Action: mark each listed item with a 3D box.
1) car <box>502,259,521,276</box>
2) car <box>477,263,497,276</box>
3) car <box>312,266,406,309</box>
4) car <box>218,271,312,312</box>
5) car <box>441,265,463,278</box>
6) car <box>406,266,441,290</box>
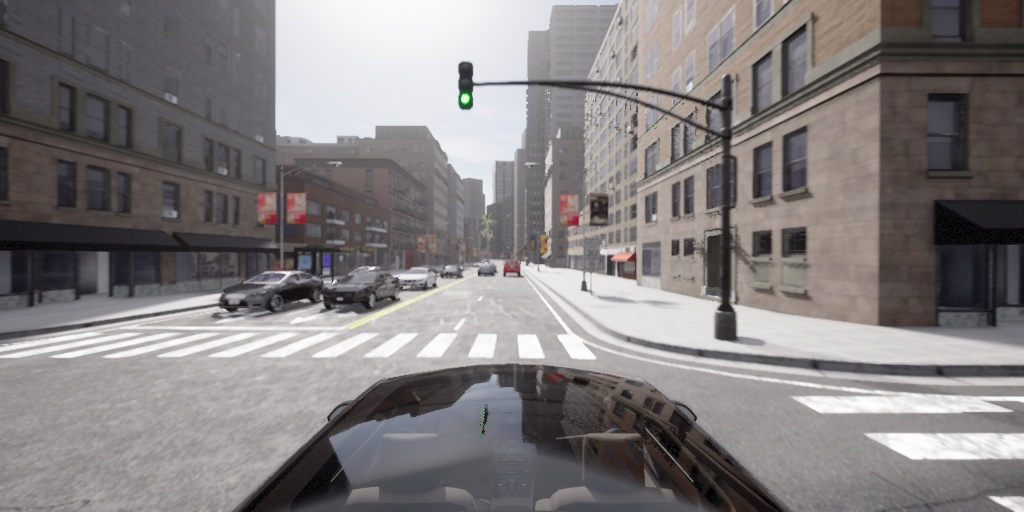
[{"bbox_3d":[-0.011,1.457,44.908,2.150,2.045,5.566,0,-1,0],"label":"car"},{"bbox_3d":[-3.262,1.788,45.257,1.994,1.385,4.181,0,-1,0],"label":"car"},{"bbox_3d":[-6.597,1.400,16.238,1.882,1.535,5.008,0,-1,0],"label":"car"},{"bbox_3d":[-9.846,1.389,15.161,2.128,1.511,4.902,0,-1,0],"label":"car"},{"bbox_3d":[-6.593,1.716,39.572,1.994,1.385,4.181,0,-1,0],"label":"car"},{"bbox_3d":[-6.587,1.538,25.457,1.812,1.442,4.674,0,0,0],"label":"car"}]
